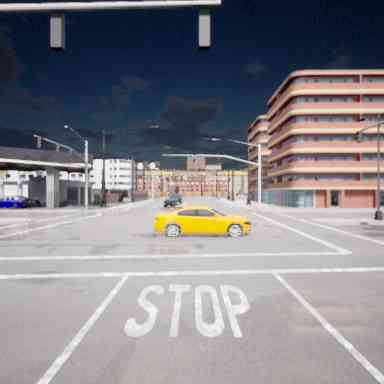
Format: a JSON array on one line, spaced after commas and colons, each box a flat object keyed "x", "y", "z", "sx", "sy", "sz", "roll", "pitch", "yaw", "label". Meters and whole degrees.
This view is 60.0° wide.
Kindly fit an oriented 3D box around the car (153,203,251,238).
[{"x": 0.510, "y": 1.492, "z": 17.205, "sx": 5.008, "sy": 1.535, "sz": 1.882, "roll": 0, "pitch": 0, "yaw": 1, "label": "car"}]

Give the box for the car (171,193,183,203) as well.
[{"x": -3.186, "y": 1.226, "z": 65.304, "sx": 2.150, "sy": 2.045, "sz": 5.566, "roll": 0, "pitch": 0, "yaw": 0, "label": "car"}]

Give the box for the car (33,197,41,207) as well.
[{"x": -23.970, "y": 1.460, "z": 47.886, "sx": 3.806, "sy": 1.475, "sz": 1.970, "roll": 0, "pitch": 0, "yaw": 1, "label": "car"}]

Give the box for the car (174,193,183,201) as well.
[{"x": -3.263, "y": 1.201, "z": 80.670, "sx": 2.097, "sy": 1.767, "sz": 4.553, "roll": 0, "pitch": 0, "yaw": 0, "label": "car"}]

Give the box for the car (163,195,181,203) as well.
[{"x": -3.128, "y": 1.552, "z": 48.225, "sx": 2.033, "sy": 1.411, "sz": 5.357, "roll": 0, "pitch": 0, "yaw": 0, "label": "car"}]

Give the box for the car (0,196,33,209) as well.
[{"x": -23.261, "y": 1.299, "z": 42.134, "sx": 4.611, "sy": 1.667, "sz": 2.242, "roll": 0, "pitch": 0, "yaw": 1, "label": "car"}]
